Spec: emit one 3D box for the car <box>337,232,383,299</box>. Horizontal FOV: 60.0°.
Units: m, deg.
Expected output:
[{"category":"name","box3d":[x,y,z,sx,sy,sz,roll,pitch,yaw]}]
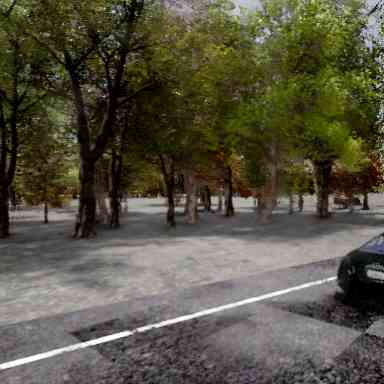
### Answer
[{"category":"car","box3d":[5.184,1.564,7.573,4.181,1.385,1.994,0,0,-36]}]
